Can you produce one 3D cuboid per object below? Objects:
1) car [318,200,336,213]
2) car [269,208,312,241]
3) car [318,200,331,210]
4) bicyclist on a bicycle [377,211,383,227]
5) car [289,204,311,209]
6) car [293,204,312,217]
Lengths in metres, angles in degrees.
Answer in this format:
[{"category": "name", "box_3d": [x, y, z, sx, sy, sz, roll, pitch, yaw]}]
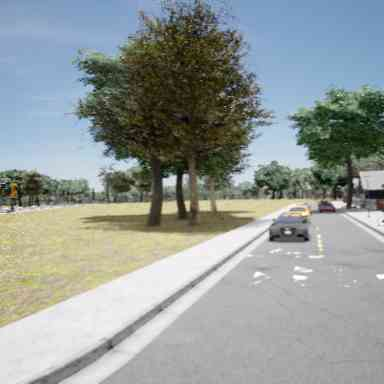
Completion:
[{"category": "car", "box_3d": [18.496, 2.080, 45.453, 1.994, 1.385, 4.181, -3, -1, 20]}, {"category": "car", "box_3d": [5.476, 1.858, 18.479, 1.994, 1.385, 4.181, -3, -2, 20]}, {"category": "car", "box_3d": [21.996, 2.130, 55.303, 1.837, 1.490, 4.892, -3, -1, 20]}, {"category": "bicyclist on a bicycle", "box_3d": [12.673, 1.405, 21.143, 1.656, 1.620, 0.582, -3, -2, 20]}, {"category": "car", "box_3d": [9.012, 1.895, 28.147, 1.882, 1.535, 5.008, -3, -2, 20]}, {"category": "car", "box_3d": [12.871, 2.113, 38.632, 1.994, 1.385, 4.181, -3, -2, 20]}]
